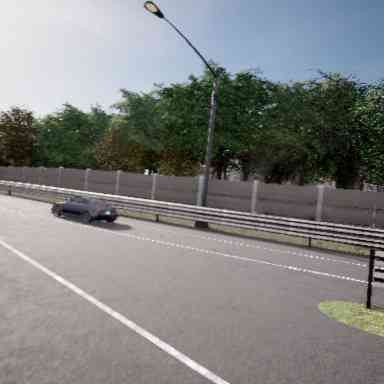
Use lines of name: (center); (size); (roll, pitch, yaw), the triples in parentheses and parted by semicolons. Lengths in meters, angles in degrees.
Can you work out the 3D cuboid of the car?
car: (-6.261, 0.945, 19.400); (4.181, 1.385, 1.994); (6, 0, 34)
